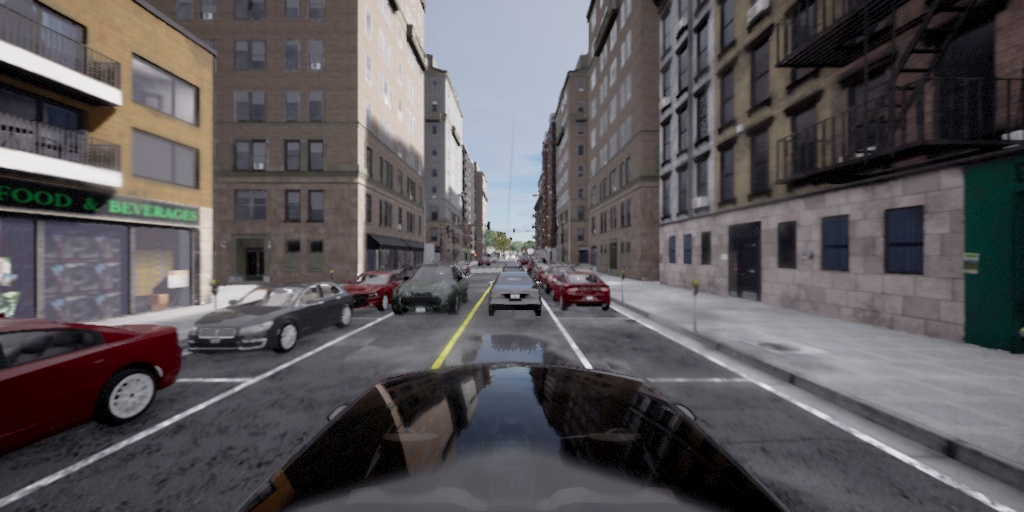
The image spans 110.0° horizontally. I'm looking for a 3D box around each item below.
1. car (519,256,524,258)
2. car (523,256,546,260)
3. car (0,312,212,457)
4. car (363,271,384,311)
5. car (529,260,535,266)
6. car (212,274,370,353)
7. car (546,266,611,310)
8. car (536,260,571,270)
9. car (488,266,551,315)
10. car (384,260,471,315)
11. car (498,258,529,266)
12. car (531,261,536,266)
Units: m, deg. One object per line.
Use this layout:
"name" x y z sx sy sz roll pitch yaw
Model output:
"car" 2.693 1.020 64.165 2.192 1.841 5.009 0 0 0
"car" 2.633 1.041 37.109 2.192 1.841 5.009 0 0 0
"car" -5.388 1.294 3.014 1.888 1.381 4.507 0 0 0
"car" -5.389 1.287 14.379 1.888 1.381 4.507 0 0 0
"car" 2.634 1.281 31.427 2.007 1.370 4.403 0 0 0
"car" -5.388 1.296 8.696 2.007 1.370 4.403 0 0 0
"car" 2.636 1.287 14.380 1.888 1.381 4.507 0 0 0
"car" 2.635 1.178 20.063 1.967 1.591 4.097 0 0 0
"car" 0.099 1.290 13.561 2.033 1.411 5.357 0 0 0
"car" -2.852 1.095 13.425 2.097 1.767 4.553 0 0 0
"car" 0.096 1.222 30.980 2.128 1.511 4.902 0 0 0
"car" 2.635 1.279 25.745 1.888 1.381 4.507 0 0 0
